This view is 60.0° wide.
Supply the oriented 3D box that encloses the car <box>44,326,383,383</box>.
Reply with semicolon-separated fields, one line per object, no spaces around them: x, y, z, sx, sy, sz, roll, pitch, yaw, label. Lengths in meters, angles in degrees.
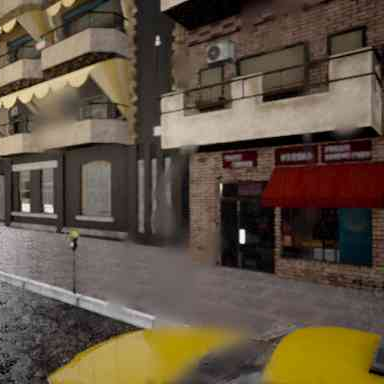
0.907;1.524;2.086;4.829;1.417;1.752;0;-1;35;car
